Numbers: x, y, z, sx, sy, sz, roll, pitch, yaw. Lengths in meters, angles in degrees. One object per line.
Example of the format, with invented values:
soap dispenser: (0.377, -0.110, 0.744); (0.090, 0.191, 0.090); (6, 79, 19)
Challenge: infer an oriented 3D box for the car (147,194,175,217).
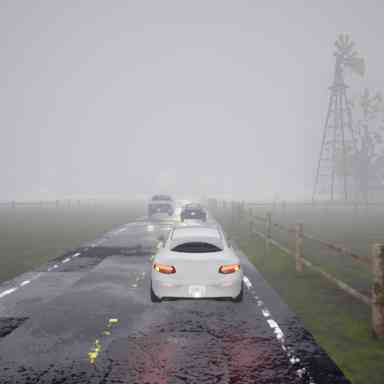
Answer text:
car: (-2.831, 1.214, 31.348); (2.150, 2.045, 5.566); (0, 0, 0)

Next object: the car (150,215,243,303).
car: (0.095, 1.525, 8.079); (1.812, 1.442, 4.674); (0, 0, 0)

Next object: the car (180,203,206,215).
car: (0.099, 1.559, 26.384); (1.994, 1.385, 4.181); (0, 0, 0)
